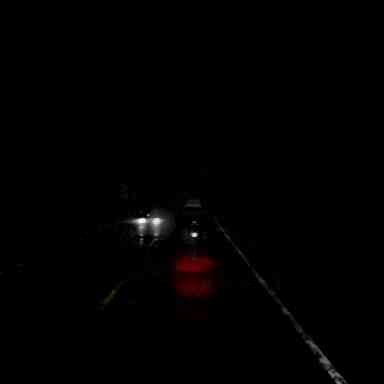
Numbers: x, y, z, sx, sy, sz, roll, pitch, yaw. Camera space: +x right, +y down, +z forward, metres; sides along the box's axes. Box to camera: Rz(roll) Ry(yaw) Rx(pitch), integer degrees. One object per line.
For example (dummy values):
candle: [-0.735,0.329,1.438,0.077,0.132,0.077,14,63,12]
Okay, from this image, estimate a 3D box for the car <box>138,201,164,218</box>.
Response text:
car: [-3.565,1.488,29.843,2.033,1.411,5.357,0,0,0]

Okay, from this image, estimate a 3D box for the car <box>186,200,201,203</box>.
car: [0.119,1.461,32.040,1.812,1.442,4.674,0,0,0]

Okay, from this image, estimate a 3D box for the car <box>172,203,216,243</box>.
car: [0.104,1.474,15.842,1.837,1.490,4.892,0,0,0]
